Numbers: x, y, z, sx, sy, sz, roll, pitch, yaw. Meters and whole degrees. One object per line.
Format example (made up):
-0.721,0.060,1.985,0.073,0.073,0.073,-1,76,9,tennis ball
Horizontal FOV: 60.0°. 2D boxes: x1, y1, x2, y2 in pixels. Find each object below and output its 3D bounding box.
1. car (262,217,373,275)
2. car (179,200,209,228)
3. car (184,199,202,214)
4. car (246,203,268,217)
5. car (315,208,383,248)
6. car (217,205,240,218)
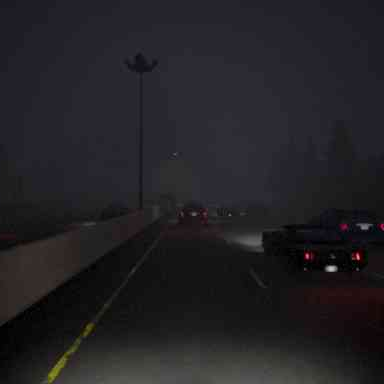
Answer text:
3.609,1.716,10.830,1.895,1.301,4.718,0,-1,0,car
0.123,1.612,24.789,2.097,1.767,4.553,0,-1,0,car
0.138,1.789,41.761,2.097,1.767,4.553,0,-1,0,car
7.134,1.909,36.586,1.812,1.442,4.674,0,-1,0,car
7.115,1.519,15.823,2.097,1.767,4.553,0,-1,0,car
3.632,1.957,34.007,1.895,1.301,4.718,0,-1,0,car
